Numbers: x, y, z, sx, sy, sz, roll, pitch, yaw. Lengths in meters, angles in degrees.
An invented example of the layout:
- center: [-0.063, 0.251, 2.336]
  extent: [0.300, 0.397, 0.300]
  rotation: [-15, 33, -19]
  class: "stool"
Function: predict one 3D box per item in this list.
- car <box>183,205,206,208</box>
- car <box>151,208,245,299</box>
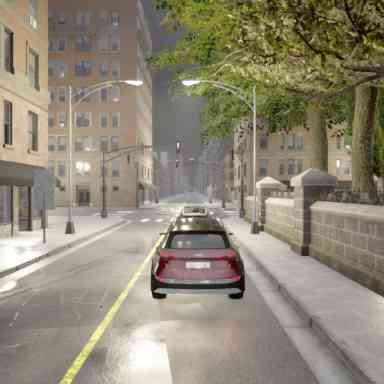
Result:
- center: [0.135, 1.503, 18.295]
  extent: [1.837, 1.490, 4.892]
  rotation: [0, 0, 0]
  class: "car"
- center: [0.117, 1.430, 8.448]
  extent: [2.033, 1.649, 4.856]
  rotation: [0, 0, 0]
  class: "car"
